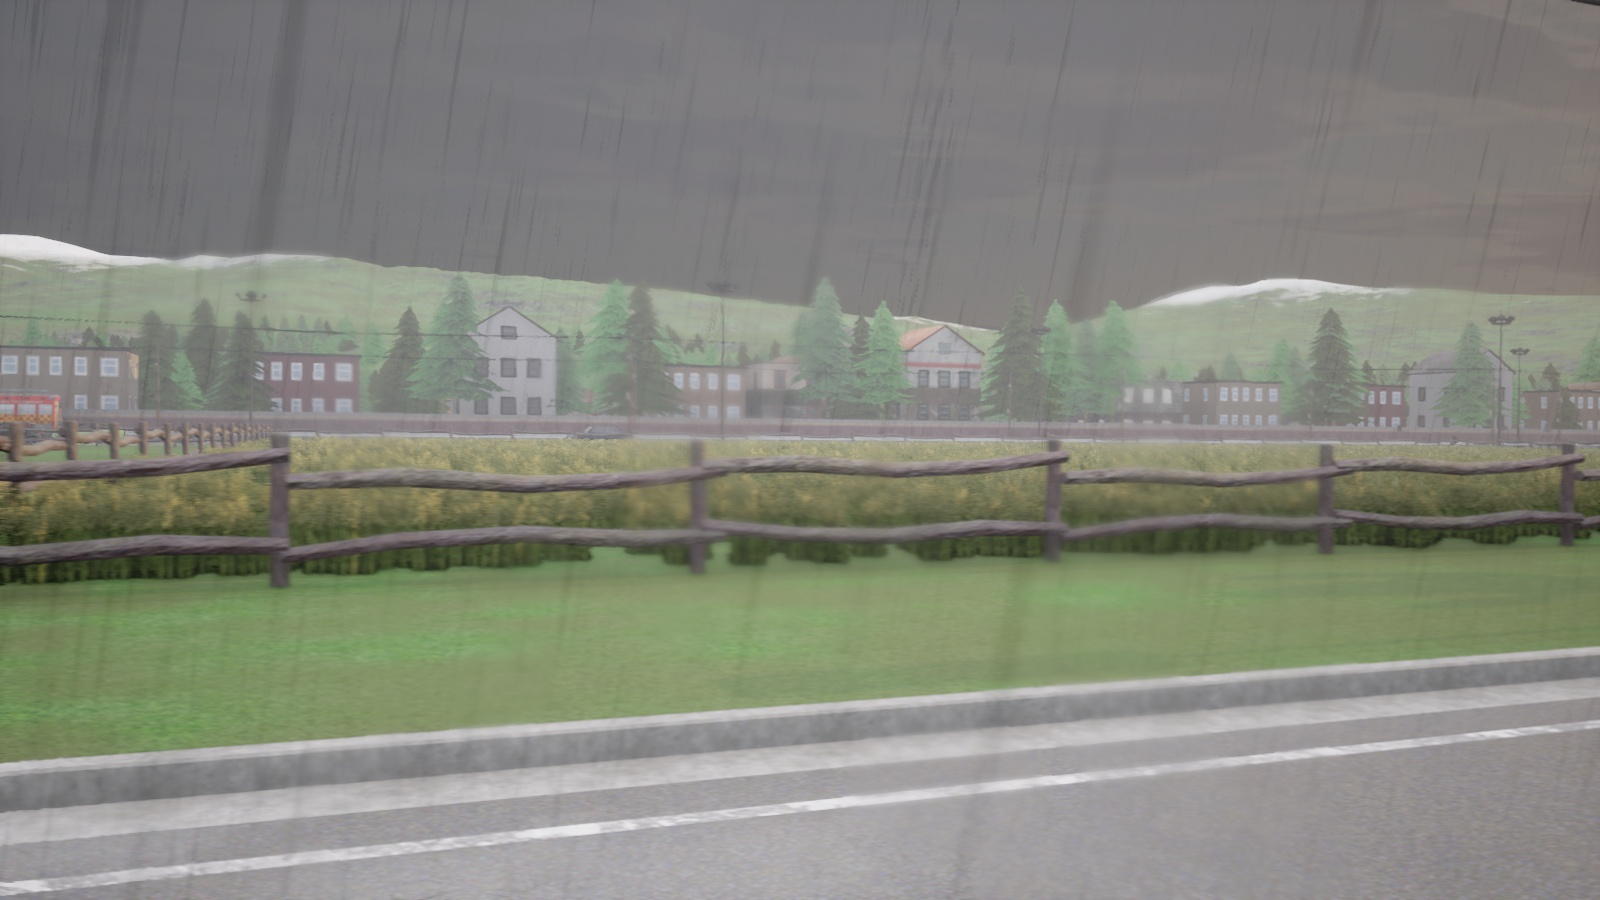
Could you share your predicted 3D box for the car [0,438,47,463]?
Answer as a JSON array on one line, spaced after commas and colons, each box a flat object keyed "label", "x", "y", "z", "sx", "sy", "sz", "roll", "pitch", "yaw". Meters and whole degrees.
[{"label": "car", "x": -50.355, "y": 0.028, "z": 80.121, "sx": 3.705, "sy": 1.549, "sz": 1.789, "roll": -1, "pitch": 1, "yaw": -21}]

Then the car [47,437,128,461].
[{"label": "car", "x": -48.019, "y": -0.106, "z": 84.732, "sx": 4.514, "sy": 1.525, "sz": 2.007, "roll": -1, "pitch": 1, "yaw": -21}]

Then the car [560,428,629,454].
[{"label": "car", "x": -14.684, "y": -0.657, "z": 89.738, "sx": 4.553, "sy": 1.767, "sz": 2.097, "roll": -1, "pitch": 1, "yaw": -21}]
